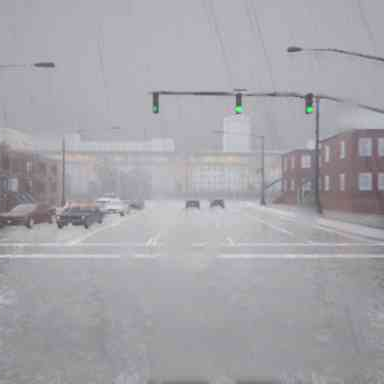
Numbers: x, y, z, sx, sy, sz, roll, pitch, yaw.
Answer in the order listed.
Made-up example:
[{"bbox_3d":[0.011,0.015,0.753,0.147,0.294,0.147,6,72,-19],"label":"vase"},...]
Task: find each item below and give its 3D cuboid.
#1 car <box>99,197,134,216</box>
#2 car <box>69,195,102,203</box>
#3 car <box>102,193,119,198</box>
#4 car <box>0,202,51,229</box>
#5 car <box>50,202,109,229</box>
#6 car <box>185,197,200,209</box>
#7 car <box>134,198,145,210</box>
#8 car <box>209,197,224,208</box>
[{"bbox_3d":[-7.093,1.477,31.552,1.812,1.442,4.674,0,0,0],"label":"car"},{"bbox_3d":[-10.598,1.303,31.946,2.097,1.767,4.553,0,0,0],"label":"car"},{"bbox_3d":[-10.590,1.156,42.503,2.150,2.045,5.566,0,0,-1],"label":"car"},{"bbox_3d":[-10.602,1.444,21.780,1.882,1.535,5.008,0,0,0],"label":"car"},{"bbox_3d":[-7.100,1.568,21.554,1.895,1.301,4.718,0,0,0],"label":"car"},{"bbox_3d":[0.095,1.408,44.260,1.882,1.535,5.008,0,0,0],"label":"car"},{"bbox_3d":[-7.083,1.483,41.834,2.033,1.411,5.357,0,0,1],"label":"car"},{"bbox_3d":[3.527,1.432,47.165,1.837,1.490,4.892,0,0,1],"label":"car"}]
